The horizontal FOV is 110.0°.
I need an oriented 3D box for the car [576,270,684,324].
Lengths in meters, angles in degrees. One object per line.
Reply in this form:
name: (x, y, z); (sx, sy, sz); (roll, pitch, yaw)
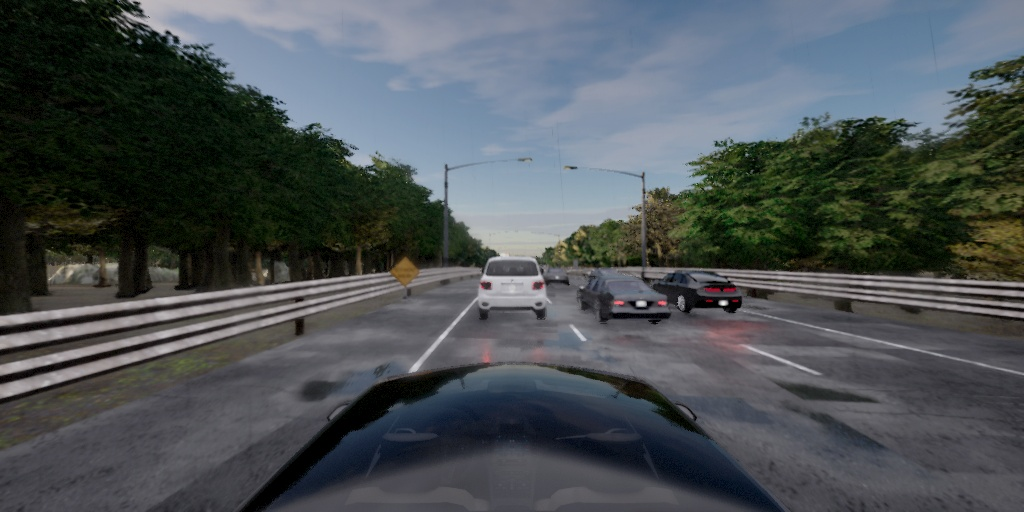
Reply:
car: (3.516, 1.365, 12.240); (2.033, 1.411, 5.357); (0, 0, 0)

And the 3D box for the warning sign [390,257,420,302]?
warning sign: (-4.554, 0.961, 15.294); (1.300, 1.860, 1.060); (0, 0, 0)

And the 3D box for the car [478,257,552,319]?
car: (0.025, 1.050, 13.224); (2.150, 2.045, 5.566); (0, 0, 0)

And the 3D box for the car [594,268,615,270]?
car: (7.012, 1.606, 27.354); (2.033, 1.411, 5.357); (0, -1, 1)

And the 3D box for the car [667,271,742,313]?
car: (7.037, 1.341, 14.325); (1.837, 1.490, 4.892); (0, -1, 1)

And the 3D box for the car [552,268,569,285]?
car: (3.537, 1.681, 29.754); (1.994, 1.385, 4.181); (0, -1, 1)
